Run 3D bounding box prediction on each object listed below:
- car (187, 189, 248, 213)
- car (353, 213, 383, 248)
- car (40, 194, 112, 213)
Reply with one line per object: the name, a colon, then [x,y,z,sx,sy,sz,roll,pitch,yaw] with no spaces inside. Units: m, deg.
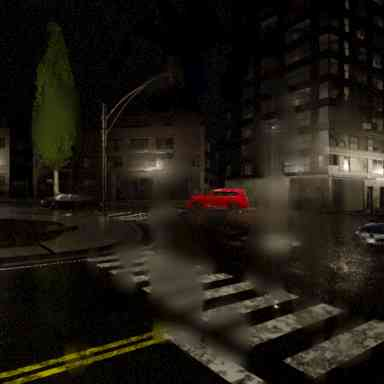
car: [2.365,0.778,30.499,5.566,2.045,2.150,2,0,11]
car: [8.568,1.557,13.748,4.674,1.442,1.812,0,0,-35]
car: [-9.033,0.825,25.941,5.357,1.411,2.033,1,0,11]
